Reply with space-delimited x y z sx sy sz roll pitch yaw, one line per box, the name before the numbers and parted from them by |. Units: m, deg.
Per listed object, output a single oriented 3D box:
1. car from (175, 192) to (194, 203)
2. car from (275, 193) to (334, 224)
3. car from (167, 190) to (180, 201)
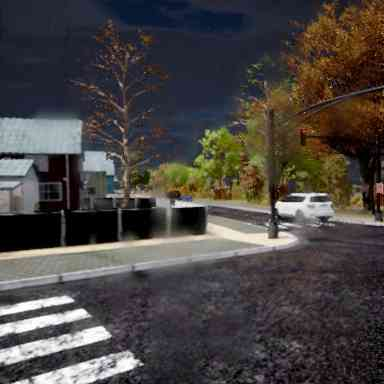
car | -1.093 1.235 59.144 2.033 1.411 5.357 -1 1 -15
car | 8.087 1.126 24.786 2.150 2.045 5.566 -1 1 -15
car | -3.754 0.696 69.246 2.150 2.045 5.566 -1 1 -15
